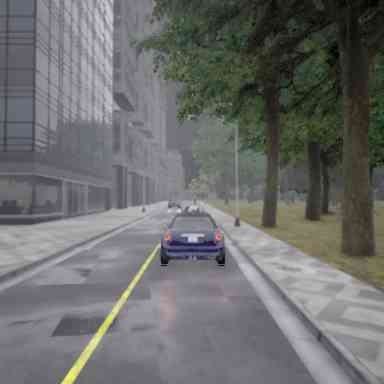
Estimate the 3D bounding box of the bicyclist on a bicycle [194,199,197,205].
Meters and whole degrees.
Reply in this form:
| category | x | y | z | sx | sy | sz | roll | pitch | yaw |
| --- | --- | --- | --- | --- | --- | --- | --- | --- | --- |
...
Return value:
| category | x | y | z | sx | sy | sz | roll | pitch | yaw |
| --- | --- | --- | --- | --- | --- | --- | --- | --- | --- |
| bicyclist on a bicycle | 0.828 | 2.555 | 83.458 | 0.582 | 1.620 | 1.656 | 0 | -1 | 0 |

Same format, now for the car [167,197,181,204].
| category | x | y | z | sx | sy | sz | roll | pitch | yaw |
| --- | --- | --- | --- | --- | --- | --- | --- | --- | --- |
| car | -3.041 | 1.966 | 58.483 | 2.150 | 2.045 | 5.566 | 0 | -1 | 1 |

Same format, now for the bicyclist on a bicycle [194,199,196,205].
| category | x | y | z | sx | sy | sz | roll | pitch | yaw |
| --- | --- | --- | --- | --- | --- | --- | --- | --- | --- |
| bicyclist on a bicycle | 0.828 | 2.690 | 92.458 | 0.582 | 1.620 | 1.656 | 0 | -1 | 0 |

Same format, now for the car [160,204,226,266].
| category | x | y | z | sx | sy | sz | roll | pitch | yaw |
| --- | --- | --- | --- | --- | --- | --- | --- | --- | --- |
| car | 0.043 | 1.500 | 12.335 | 2.097 | 1.767 | 4.553 | 0 | -1 | 0 |

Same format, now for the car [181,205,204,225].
| category | x | y | z | sx | sy | sz | roll | pitch | yaw |
| --- | --- | --- | --- | --- | --- | --- | --- | --- | --- |
| car | 0.047 | 1.869 | 28.047 | 1.812 | 1.442 | 4.674 | 0 | 0 | 1 |
